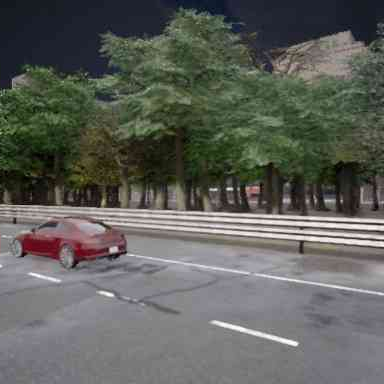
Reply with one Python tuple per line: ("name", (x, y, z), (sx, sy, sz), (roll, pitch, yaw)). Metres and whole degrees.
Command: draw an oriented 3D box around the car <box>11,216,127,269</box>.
("car", (-4.180, 1.543, 11.153), (4.674, 1.442, 1.812), (0, 0, 36))
